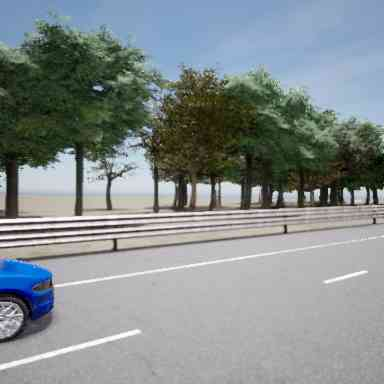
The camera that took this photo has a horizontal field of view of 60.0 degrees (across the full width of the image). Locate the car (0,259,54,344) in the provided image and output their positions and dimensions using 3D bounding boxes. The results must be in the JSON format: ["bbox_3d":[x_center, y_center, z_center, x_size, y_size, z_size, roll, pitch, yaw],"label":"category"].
[{"bbox_3d":[-4.643,1.470,4.729,5.008,1.535,1.882,0,0,-36],"label":"car"}]
